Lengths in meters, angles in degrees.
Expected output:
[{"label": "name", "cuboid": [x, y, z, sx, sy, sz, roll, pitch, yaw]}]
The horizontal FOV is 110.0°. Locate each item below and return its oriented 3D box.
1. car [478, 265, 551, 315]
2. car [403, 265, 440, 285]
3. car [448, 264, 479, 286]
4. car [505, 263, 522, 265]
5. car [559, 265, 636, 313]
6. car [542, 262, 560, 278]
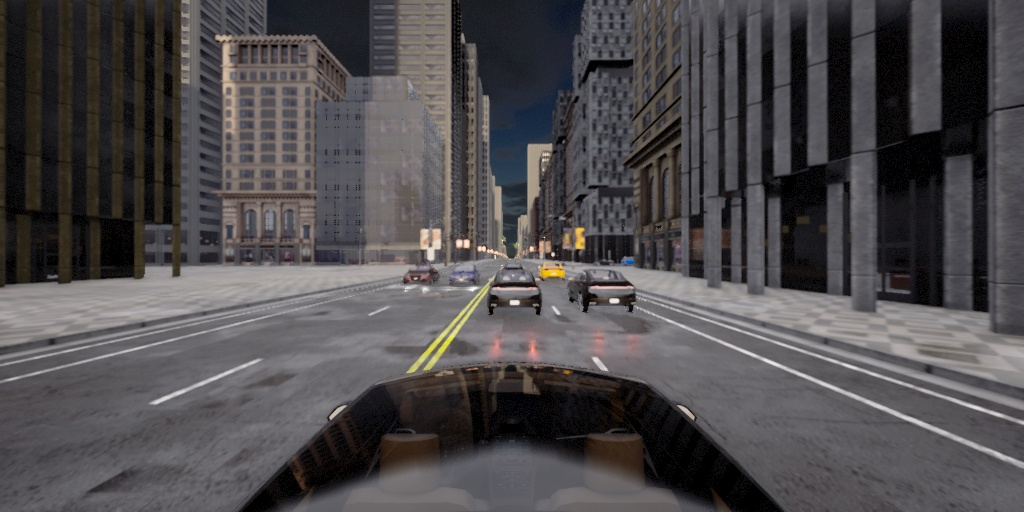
[{"label": "car", "cuboid": [0.092, 1.259, 13.664, 2.128, 1.511, 4.902, 0, 0, 0]}, {"label": "car", "cuboid": [-6.600, 1.351, 26.514, 1.994, 1.385, 4.181, 0, 0, 0]}, {"label": "car", "cuboid": [-3.351, 1.312, 25.991, 1.812, 1.442, 4.674, 0, 0, 0]}, {"label": "car", "cuboid": [0.095, 1.282, 29.498, 2.128, 1.511, 4.902, 0, 0, 0]}, {"label": "car", "cuboid": [3.344, 1.259, 14.121, 2.128, 1.511, 4.902, 0, 0, 0]}, {"label": "car", "cuboid": [3.346, 1.270, 31.017, 1.882, 1.535, 5.008, 0, 0, 0]}]
